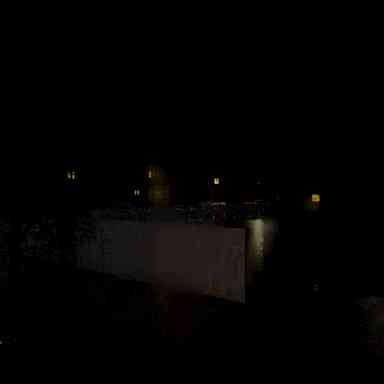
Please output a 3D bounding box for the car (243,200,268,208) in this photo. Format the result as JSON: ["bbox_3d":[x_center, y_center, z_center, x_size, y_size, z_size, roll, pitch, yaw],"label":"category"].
[{"bbox_3d":[8.709,1.735,42.790,5.008,1.535,1.882,1,2,-40],"label":"car"}]

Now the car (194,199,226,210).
[{"bbox_3d":[2.297,1.588,41.114,4.674,1.442,1.812,1,2,-42],"label":"car"}]

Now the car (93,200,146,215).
[{"bbox_3d":[-6.809,1.507,31.970,2.033,1.411,5.357,4,2,42],"label":"car"}]

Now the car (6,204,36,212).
[{"bbox_3d":[-13.554,1.470,23.722,2.033,1.411,5.357,4,2,38],"label":"car"}]
